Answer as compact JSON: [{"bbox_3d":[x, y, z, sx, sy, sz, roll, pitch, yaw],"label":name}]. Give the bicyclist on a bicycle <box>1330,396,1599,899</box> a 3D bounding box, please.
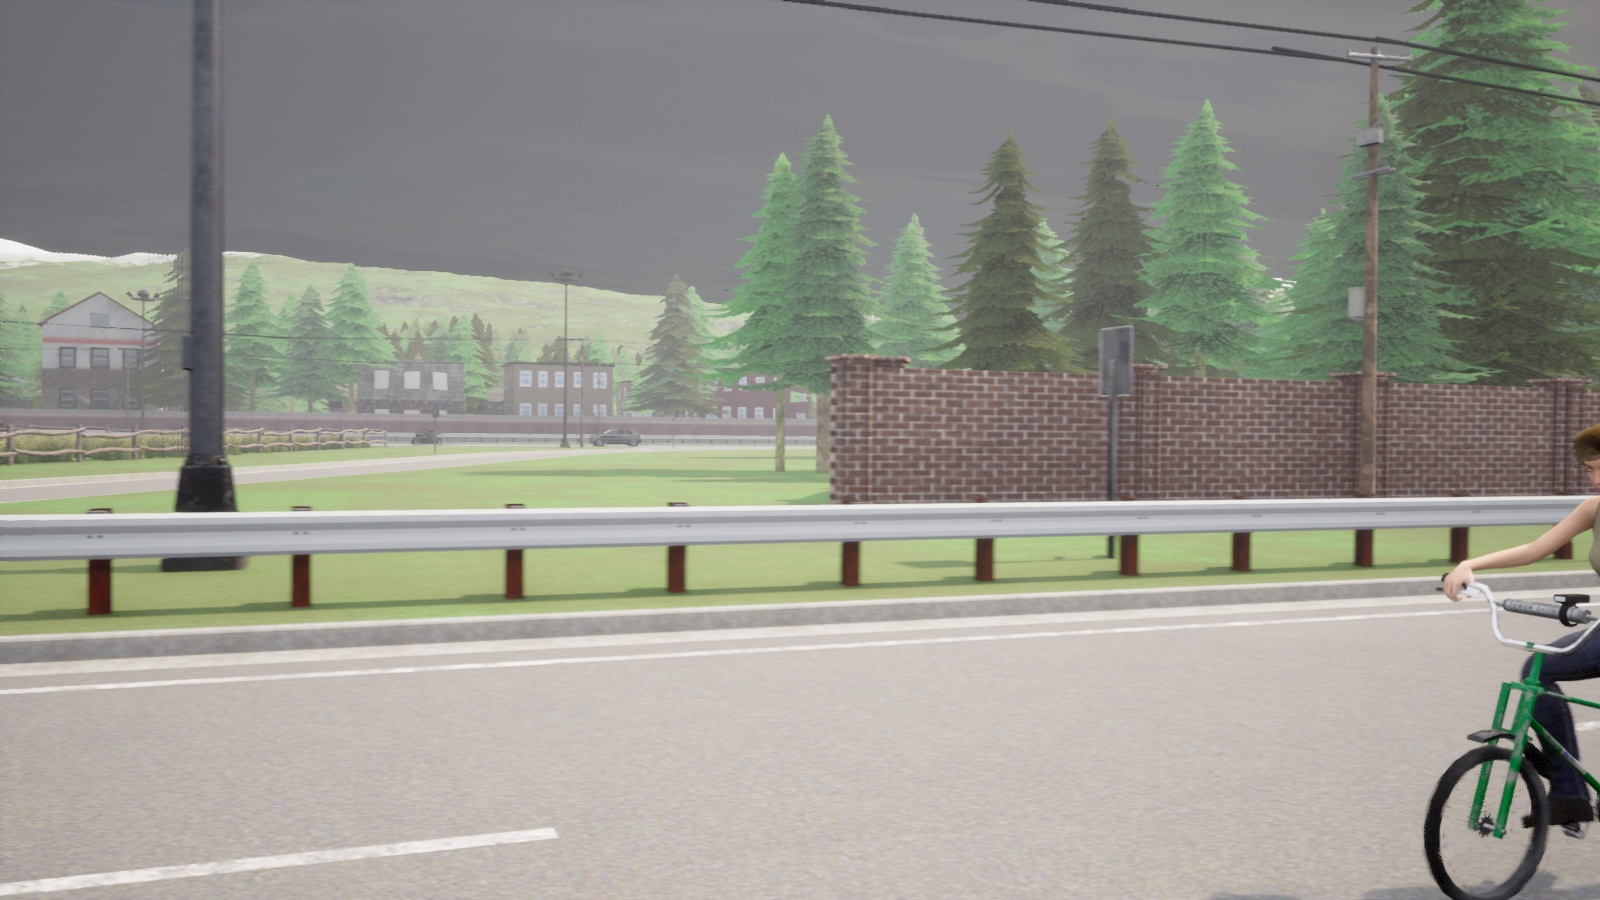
[{"bbox_3d":[2.724,0.635,4.269,1.509,1.612,0.866,-1,1,-21],"label":"bicyclist on a bicycle"}]
